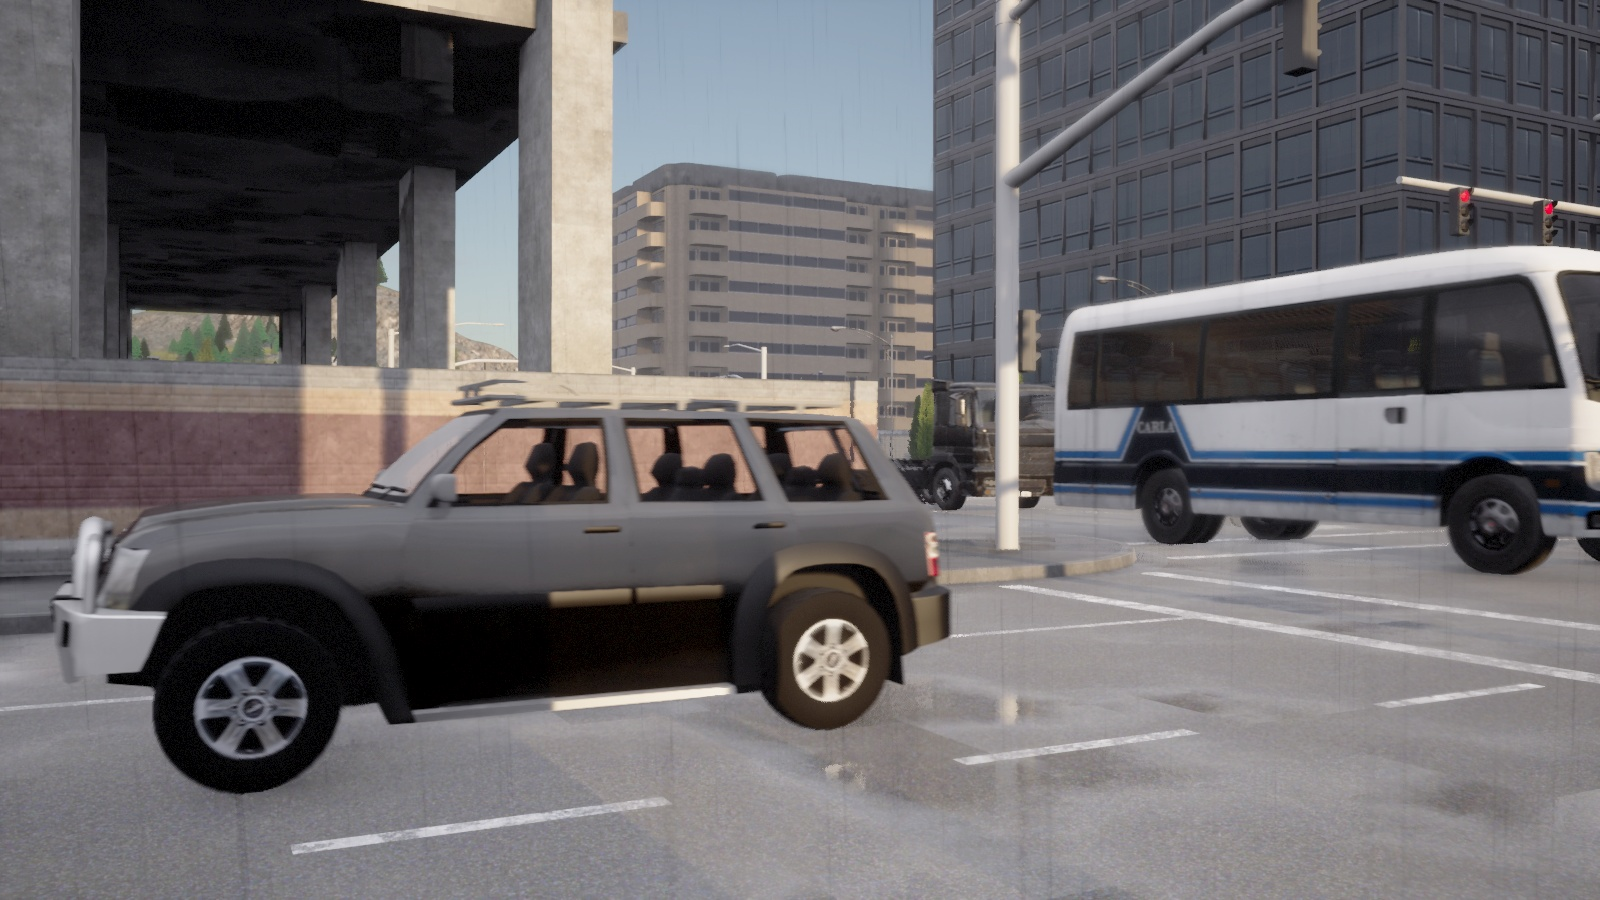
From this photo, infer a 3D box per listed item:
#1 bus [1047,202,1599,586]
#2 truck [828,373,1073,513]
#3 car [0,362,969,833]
[{"bbox_3d":[8.538,-0.604,18.831,3.944,4.253,10.273,0,0,-27],"label":"bus"},{"bbox_3d":[3.949,-0.159,35.348,2.891,3.462,7.936,0,0,-27],"label":"truck"},{"bbox_3d":[-1.547,0.582,6.854,4.605,1.855,1.932,0,0,-27],"label":"car"}]
